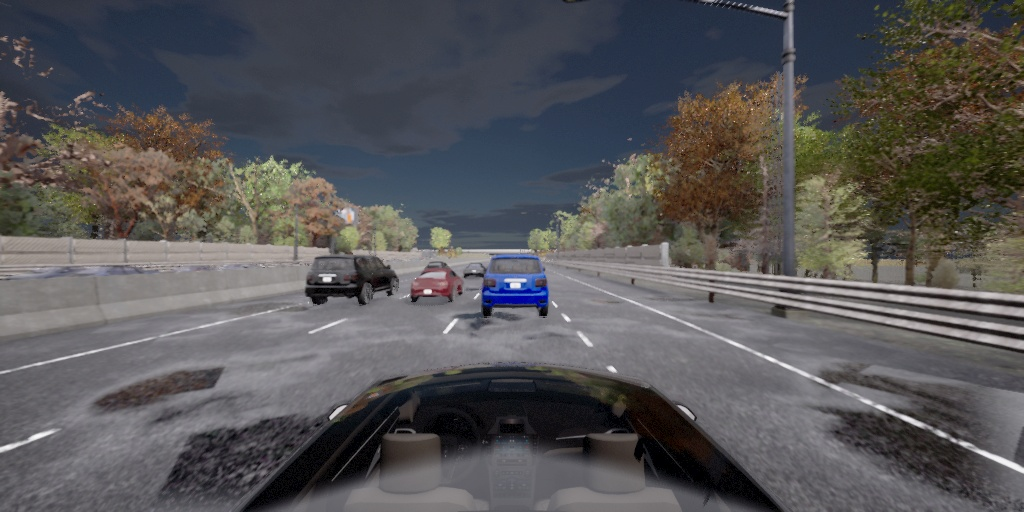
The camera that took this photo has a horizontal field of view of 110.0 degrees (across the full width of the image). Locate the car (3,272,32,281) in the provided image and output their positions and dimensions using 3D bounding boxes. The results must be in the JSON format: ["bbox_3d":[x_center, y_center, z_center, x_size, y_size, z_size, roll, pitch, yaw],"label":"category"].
[{"bbox_3d":[-28.094,1.324,22.176,1.994,1.385,4.181,0,0,0],"label":"car"}]

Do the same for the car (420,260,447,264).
[{"bbox_3d":[-6.898,1.273,33.698,1.837,1.490,4.892,0,0,0],"label":"car"}]

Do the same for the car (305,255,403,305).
[{"bbox_3d":[-6.901,0.976,16.069,2.150,2.045,5.566,0,0,0],"label":"car"}]

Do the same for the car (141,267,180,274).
[{"bbox_3d":[-21.094,1.324,23.608,1.994,1.385,4.181,0,0,0],"label":"car"}]

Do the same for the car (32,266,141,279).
[{"bbox_3d":[-24.597,1.307,21.922,2.033,1.411,5.357,0,0,0],"label":"car"}]

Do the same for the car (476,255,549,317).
[{"bbox_3d":[0.101,0.974,13.324,2.150,2.045,5.566,0,0,0],"label":"car"}]

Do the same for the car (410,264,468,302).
[{"bbox_3d":[-3.397,1.280,16.757,1.812,1.442,4.674,0,0,0],"label":"car"}]

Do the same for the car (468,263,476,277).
[{"bbox_3d":[-3.395,1.332,34.132,1.994,1.385,4.181,0,0,0],"label":"car"}]

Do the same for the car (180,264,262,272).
[{"bbox_3d":[-17.595,1.251,22.741,2.128,1.511,4.902,0,0,0],"label":"car"}]
